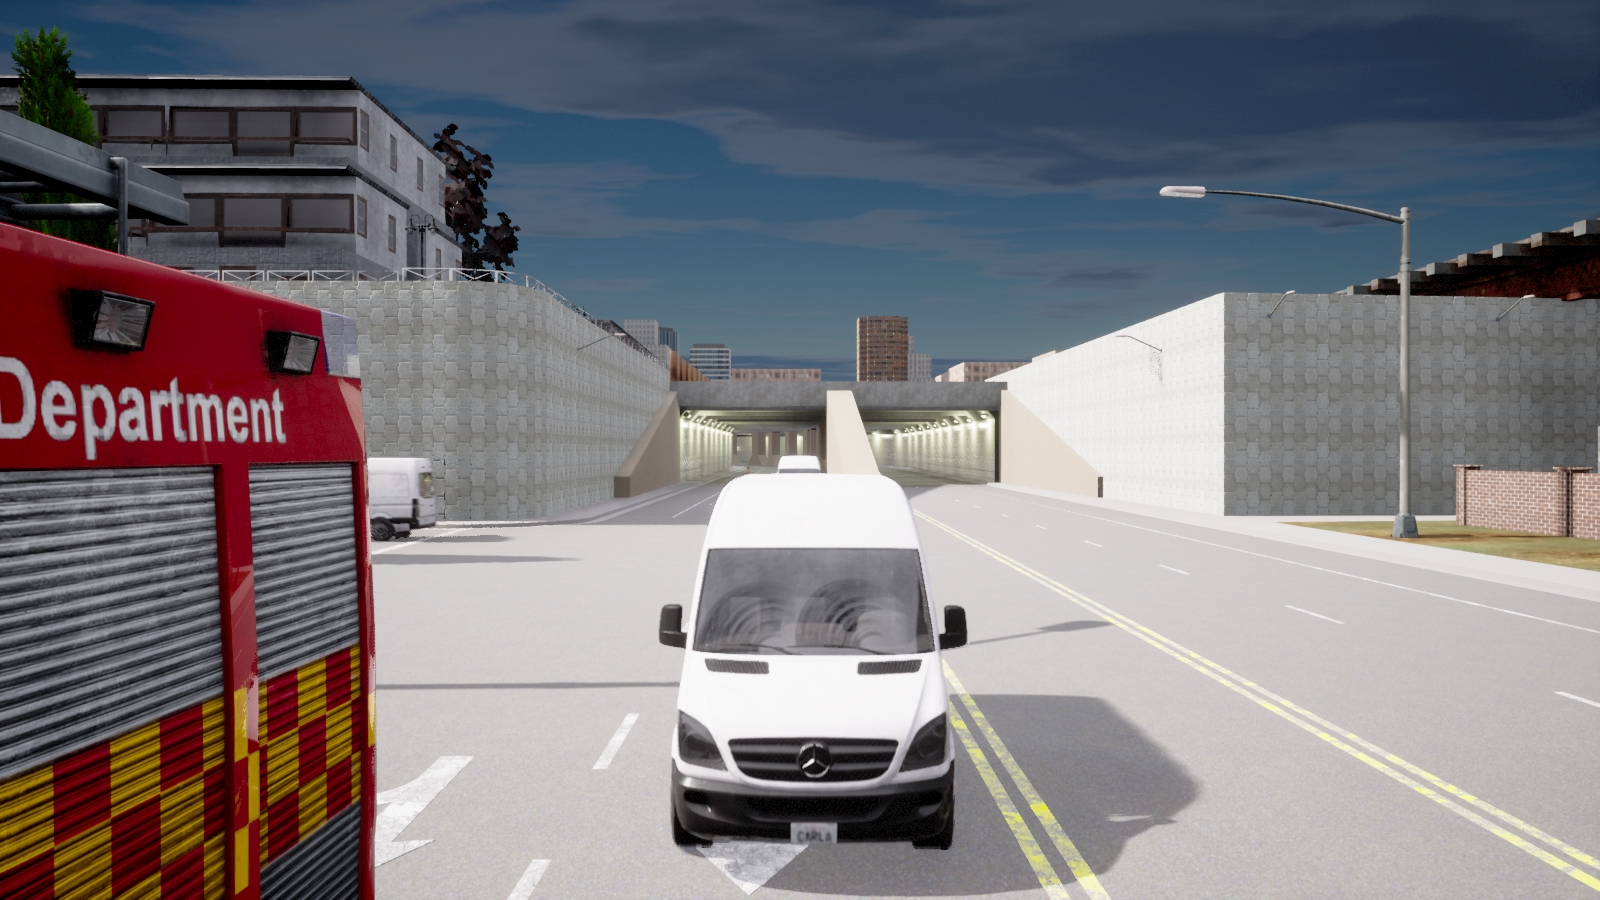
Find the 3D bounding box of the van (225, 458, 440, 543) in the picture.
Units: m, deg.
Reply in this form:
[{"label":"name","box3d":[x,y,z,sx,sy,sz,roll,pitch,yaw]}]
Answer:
[{"label":"van","box3d":[-14.545,1.534,35.777,5.915,2.561,1.988,0,0,0]}]

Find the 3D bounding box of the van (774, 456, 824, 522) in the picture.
[{"label":"van","box3d":[-0.041,1.535,47.848,1.988,2.561,5.915,0,0,0]}]

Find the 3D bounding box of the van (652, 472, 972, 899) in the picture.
[{"label":"van","box3d":[0.100,1.532,10.081,1.988,2.561,5.915,0,0,1]}]
